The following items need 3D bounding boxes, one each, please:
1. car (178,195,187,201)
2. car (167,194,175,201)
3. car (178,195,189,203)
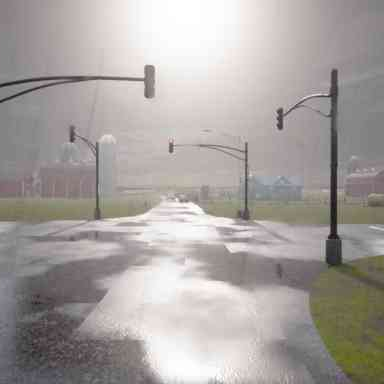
[{"bbox_3d":[-2.332,1.464,79.951,1.837,1.490,4.892,0,0,-4],"label":"car"},{"bbox_3d":[-4.708,1.182,73.967,1.812,1.442,4.674,0,0,-3],"label":"car"},{"bbox_3d":[-1.721,1.624,69.967,1.895,1.301,4.718,0,0,-3],"label":"car"}]
